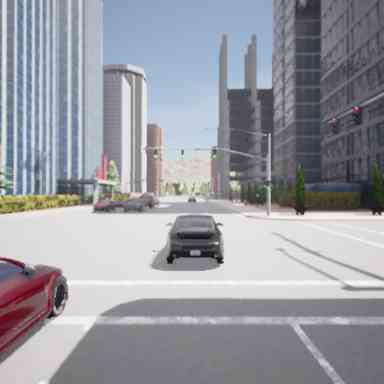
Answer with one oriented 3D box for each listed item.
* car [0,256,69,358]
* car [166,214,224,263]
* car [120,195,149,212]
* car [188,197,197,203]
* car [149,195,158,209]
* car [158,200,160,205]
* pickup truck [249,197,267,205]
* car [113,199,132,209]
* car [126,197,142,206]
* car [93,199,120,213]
[{"bbox_3d":[-3.409,1.588,4.847,1.994,1.385,4.181,0,0,0],"label":"car"},{"bbox_3d":[0.098,1.562,12.243,1.837,1.490,4.892,0,0,0],"label":"car"},{"bbox_3d":[-7.084,1.546,41.405,2.097,1.767,4.553,0,0,0],"label":"car"},{"bbox_3d":[-0.001,1.892,78.741,1.812,1.442,4.674,0,0,0],"label":"car"},{"bbox_3d":[-7.072,1.461,51.245,2.150,2.045,5.566,0,0,1],"label":"car"},{"bbox_3d":[-7.001,1.814,61.592,1.812,1.442,4.674,0,0,0],"label":"car"},{"bbox_3d":[13.120,1.360,64.521,2.390,2.098,6.274,0,0,31],"label":"pickup truck"},{"bbox_3d":[-10.574,1.801,50.580,1.994,1.385,4.181,0,0,0],"label":"car"},{"bbox_3d":[-10.501,1.776,60.741,2.128,1.511,4.902,0,0,0],"label":"car"},{"bbox_3d":[-10.584,1.668,40.596,1.882,1.535,5.008,0,0,0],"label":"car"}]
